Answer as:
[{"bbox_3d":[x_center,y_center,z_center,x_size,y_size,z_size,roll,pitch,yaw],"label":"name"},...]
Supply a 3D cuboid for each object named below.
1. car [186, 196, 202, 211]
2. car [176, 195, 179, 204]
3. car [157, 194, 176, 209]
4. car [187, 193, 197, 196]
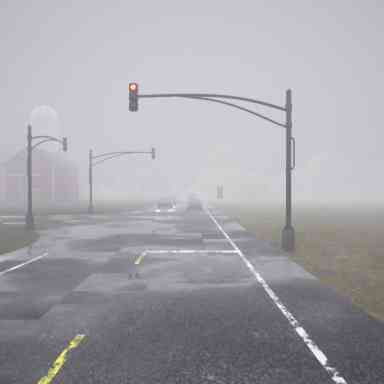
[{"bbox_3d":[0.266,1.520,40.689,2.033,1.411,5.357,0,0,-1],"label":"car"},{"bbox_3d":[-3.559,1.516,54.982,1.994,1.385,4.181,0,0,0],"label":"car"},{"bbox_3d":[-3.572,1.444,45.088,1.882,1.535,5.008,0,0,0],"label":"car"},{"bbox_3d":[0.059,1.133,78.637,2.150,2.045,5.566,0,0,0],"label":"car"}]
